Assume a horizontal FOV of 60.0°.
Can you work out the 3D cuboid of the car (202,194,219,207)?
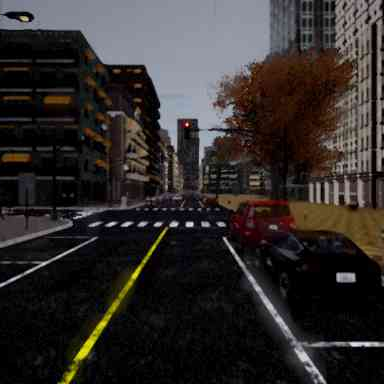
[{"bbox_3d":[2.692,1.304,45.807,1.887,1.381,4.507,0,0,0],"label":"car"}]

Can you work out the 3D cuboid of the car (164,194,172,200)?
[{"bbox_3d":[-5.688,1.197,79.003,1.802,1.307,4.206,0,0,0],"label":"car"}]

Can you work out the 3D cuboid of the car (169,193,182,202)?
[{"bbox_3d":[-2.999,1.258,67.821,1.895,1.301,4.718,0,0,0],"label":"car"}]

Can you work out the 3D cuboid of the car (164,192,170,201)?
[{"bbox_3d":[-5.688,1.102,67.938,1.967,1.590,4.097,0,0,0],"label":"car"}]

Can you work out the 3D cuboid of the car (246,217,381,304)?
[{"bbox_3d":[2.693,1.522,7.897,1.947,1.339,4.313,0,0,0],"label":"car"}]

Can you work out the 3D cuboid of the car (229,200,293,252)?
[{"bbox_3d":[2.693,1.241,13.419,2.192,1.841,5.009,0,0,0],"label":"car"}]

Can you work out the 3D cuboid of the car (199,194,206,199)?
[{"bbox_3d":[2.692,1.117,84.706,1.752,1.417,4.829,0,0,0],"label":"car"}]

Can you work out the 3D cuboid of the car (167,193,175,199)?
[{"bbox_3d":[-5.689,1.011,90.069,1.967,1.590,4.097,0,0,0],"label":"car"}]

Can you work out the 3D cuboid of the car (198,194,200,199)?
[{"bbox_3d":[2.692,1.220,73.470,1.802,1.307,4.206,0,0,0],"label":"car"}]

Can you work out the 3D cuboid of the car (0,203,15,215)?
[{"bbox_3d":[-16.425,1.196,26.401,4.403,1.369,2.008,1,-1,-1],"label":"car"}]

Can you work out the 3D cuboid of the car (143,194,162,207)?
[{"bbox_3d":[-5.688,1.310,45.808,2.008,1.369,4.403,0,0,0],"label":"car"}]

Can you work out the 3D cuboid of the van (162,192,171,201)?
[{"bbox_3d":[-5.688,0.979,73.470,1.690,1.788,3.998,0,0,0],"label":"van"}]

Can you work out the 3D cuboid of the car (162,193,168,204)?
[{"bbox_3d":[-5.688,1.260,56.873,2.008,1.369,4.403,0,0,0],"label":"car"}]

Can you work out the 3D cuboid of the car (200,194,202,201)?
[{"bbox_3d":[2.692,1.234,57.043,1.752,1.417,4.829,0,0,0],"label":"car"}]

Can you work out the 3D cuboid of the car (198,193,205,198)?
[{"bbox_3d":[2.692,1.094,95.601,1.887,1.381,4.507,0,0,0],"label":"car"}]
